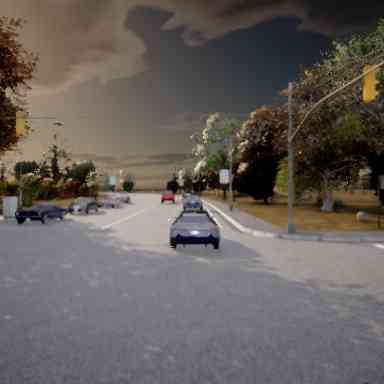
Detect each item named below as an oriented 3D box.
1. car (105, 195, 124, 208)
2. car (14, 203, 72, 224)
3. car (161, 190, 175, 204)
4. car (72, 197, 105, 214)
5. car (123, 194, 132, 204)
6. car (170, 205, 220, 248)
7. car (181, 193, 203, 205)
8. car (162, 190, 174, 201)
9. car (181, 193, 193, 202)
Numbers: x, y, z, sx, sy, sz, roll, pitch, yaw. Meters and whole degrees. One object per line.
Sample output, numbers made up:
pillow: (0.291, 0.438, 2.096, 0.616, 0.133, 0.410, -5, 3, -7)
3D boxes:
car: (-10.565, 1.319, 42.773, 1.895, 1.301, 4.718, 0, 1, 0)
car: (-10.590, 1.463, 23.714, 1.895, 1.301, 4.718, 0, 0, 0)
car: (-3.920, 0.810, 54.477, 2.150, 2.045, 5.566, 0, 1, -3)
car: (-10.563, 1.295, 32.816, 2.128, 1.511, 4.902, 0, 0, 0)
car: (-10.868, 1.131, 53.052, 1.812, 1.442, 4.674, 0, 1, -2)
car: (0.107, 1.479, 14.463, 1.994, 1.385, 4.181, 0, 0, 0)
car: (0.081, 1.122, 37.001, 2.097, 1.767, 4.553, 0, 0, 0)
car: (-4.706, 0.675, 65.223, 2.150, 2.045, 5.566, 0, 1, -7)
car: (-0.971, 0.963, 62.803, 1.882, 1.535, 5.008, 0, 1, -5)
